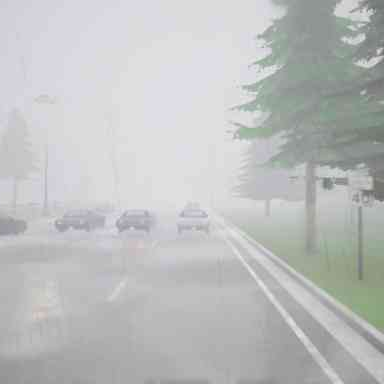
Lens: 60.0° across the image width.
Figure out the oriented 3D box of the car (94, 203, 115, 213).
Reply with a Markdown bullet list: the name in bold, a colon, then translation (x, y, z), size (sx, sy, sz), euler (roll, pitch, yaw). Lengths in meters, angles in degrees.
- **car**: translation (-10.451, 1.957, 39.273), size (1.895, 1.301, 4.718), euler (0, -1, 0)

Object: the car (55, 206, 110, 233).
- **car**: translation (-6.903, 1.793, 21.180), size (1.895, 1.301, 4.718), euler (0, 0, 0)

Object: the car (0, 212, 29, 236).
- **car**: translation (-10.402, 1.701, 16.818), size (2.033, 1.411, 5.357), euler (0, 0, 0)

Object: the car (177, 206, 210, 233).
- **car**: translation (0.097, 1.793, 21.164), size (1.895, 1.301, 4.718), euler (0, 0, 0)

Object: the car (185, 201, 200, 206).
- **car**: translation (0.075, 1.890, 44.057), size (2.128, 1.511, 4.902), euler (0, -1, 0)

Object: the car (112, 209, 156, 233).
- **car**: translation (-3.404, 1.793, 21.112), size (1.895, 1.301, 4.718), euler (0, 0, 0)
